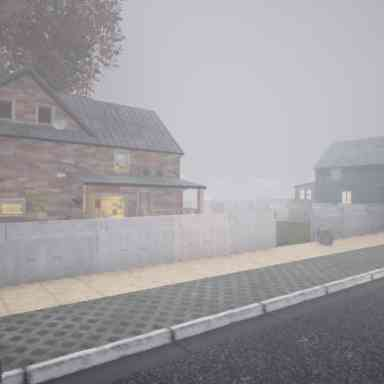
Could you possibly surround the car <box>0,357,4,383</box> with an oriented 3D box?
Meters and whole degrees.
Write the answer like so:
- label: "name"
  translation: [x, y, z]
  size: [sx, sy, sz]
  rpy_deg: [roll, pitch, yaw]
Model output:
- label: "car"
  translation: [-3.176, 1.491, 0.863]
  size: [4.902, 1.511, 2.128]
  rpy_deg: [0, 0, -34]
